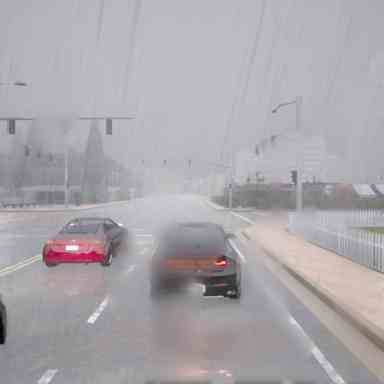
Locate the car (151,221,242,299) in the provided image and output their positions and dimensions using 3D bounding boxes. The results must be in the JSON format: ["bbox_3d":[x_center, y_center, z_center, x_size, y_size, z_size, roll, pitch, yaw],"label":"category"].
[{"bbox_3d":[0.087,1.505,8.440,1.837,1.490,4.892,0,0,0],"label":"car"}]

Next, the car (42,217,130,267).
[{"bbox_3d":[-3.418,1.564,11.479,1.994,1.385,4.181,0,0,0],"label":"car"}]

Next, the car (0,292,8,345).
[{"bbox_3d":[-3.408,1.492,2.570,2.128,1.511,4.902,0,0,0],"label":"car"}]
